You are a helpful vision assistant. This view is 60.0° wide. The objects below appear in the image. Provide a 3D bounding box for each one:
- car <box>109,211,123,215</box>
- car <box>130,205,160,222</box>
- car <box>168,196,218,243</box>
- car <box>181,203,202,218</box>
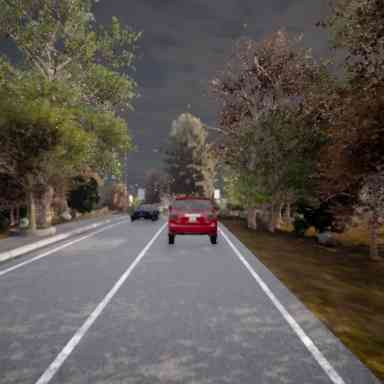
[{"bbox_3d":[-18.056,5.369,79.983,2.128,1.511,4.902,-3,-5,28],"label":"car"},{"bbox_3d":[-3.713,1.701,26.753,1.895,1.301,4.718,0,-1,0],"label":"car"},{"bbox_3d":[0.018,1.218,16.217,2.150,2.045,5.566,0,0,0],"label":"car"},{"bbox_3d":[-0.043,1.892,34.175,2.033,1.411,5.357,0,-3,0],"label":"car"}]
